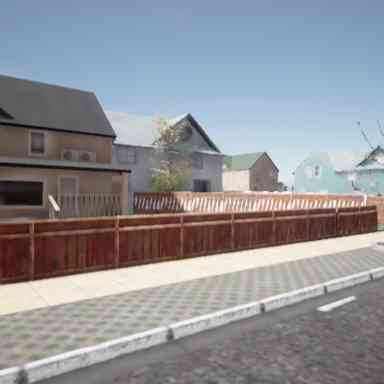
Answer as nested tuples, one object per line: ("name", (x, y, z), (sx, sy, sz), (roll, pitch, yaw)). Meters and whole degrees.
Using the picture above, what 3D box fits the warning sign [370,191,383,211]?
("warning sign", (17.768, 0.862, 31.638), (1.300, 1.860, 1.060), (0, 0, -36))
